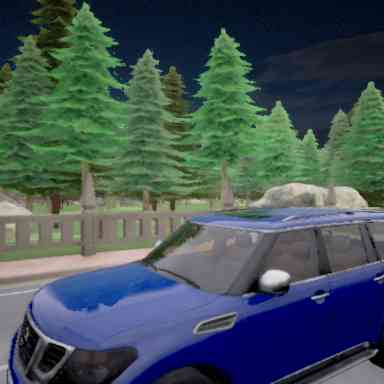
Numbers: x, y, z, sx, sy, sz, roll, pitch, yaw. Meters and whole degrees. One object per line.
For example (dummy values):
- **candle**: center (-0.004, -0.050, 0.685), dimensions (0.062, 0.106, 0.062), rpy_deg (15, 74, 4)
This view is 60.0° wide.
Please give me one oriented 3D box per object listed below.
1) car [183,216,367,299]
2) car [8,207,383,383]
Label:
- **car**: center (2.405, 1.554, 9.197), dimensions (5.008, 1.535, 1.882), rpy_deg (1, 0, -29)
- **car**: center (0.820, 1.255, 4.271), dimensions (5.566, 2.045, 2.150), rpy_deg (1, 0, -33)
